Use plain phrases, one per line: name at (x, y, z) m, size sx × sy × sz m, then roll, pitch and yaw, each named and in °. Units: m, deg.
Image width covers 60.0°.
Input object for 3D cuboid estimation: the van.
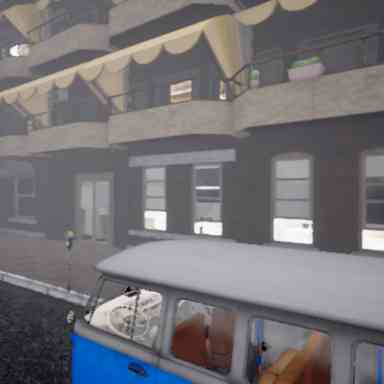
van at (0.815, 1.342, 2.288) m, size 3.998 × 1.788 × 1.690 m, roll 0°, pitch 0°, yaw 35°
